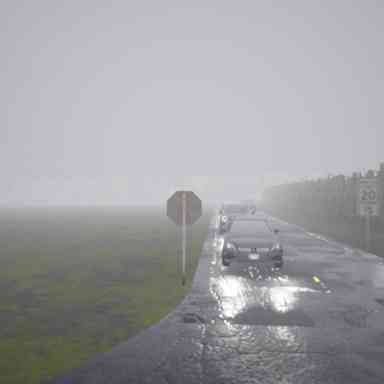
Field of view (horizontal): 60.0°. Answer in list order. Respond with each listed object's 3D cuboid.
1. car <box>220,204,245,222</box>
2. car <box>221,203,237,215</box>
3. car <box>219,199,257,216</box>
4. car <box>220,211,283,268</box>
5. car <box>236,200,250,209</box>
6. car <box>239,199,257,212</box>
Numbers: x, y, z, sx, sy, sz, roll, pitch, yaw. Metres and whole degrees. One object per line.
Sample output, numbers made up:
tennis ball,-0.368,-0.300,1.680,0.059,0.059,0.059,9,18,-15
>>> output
car,3.573,1.842,30.296,2.033,1.411,5.357,0,-1,5
car,4.424,2.000,40.418,1.895,1.301,4.718,0,-1,5
car,2.791,1.549,20.745,2.097,1.767,4.553,0,-1,5
car,2.041,1.634,11.941,1.812,1.442,4.674,0,-1,6
car,8.664,2.069,56.697,2.128,1.511,4.902,0,-1,5
car,7.863,1.825,46.806,2.097,1.767,4.553,0,-1,4
